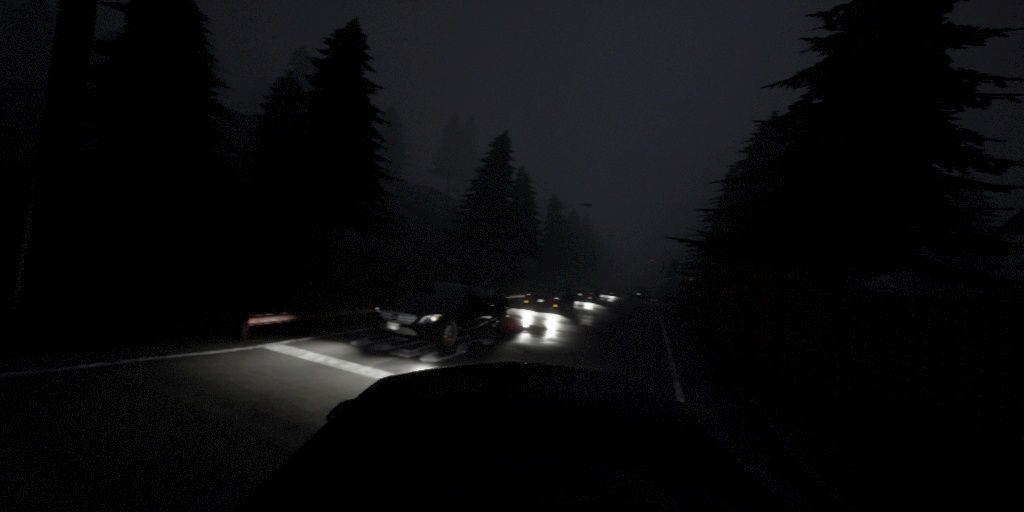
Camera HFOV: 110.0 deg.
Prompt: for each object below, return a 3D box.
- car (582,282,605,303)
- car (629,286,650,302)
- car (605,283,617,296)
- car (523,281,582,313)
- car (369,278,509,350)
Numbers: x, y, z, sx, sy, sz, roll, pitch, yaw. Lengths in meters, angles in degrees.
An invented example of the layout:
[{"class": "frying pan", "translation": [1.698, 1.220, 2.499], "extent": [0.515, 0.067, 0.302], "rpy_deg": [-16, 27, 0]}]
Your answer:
[{"class": "car", "translation": [5.729, 2.774, 27.967], "extent": [1.994, 1.385, 4.181], "rpy_deg": [5, -2, 22]}, {"class": "car", "translation": [13.465, 3.952, 37.855], "extent": [1.994, 1.385, 4.181], "rpy_deg": [5, -2, 22]}, {"class": "car", "translation": [11.001, 3.805, 41.322], "extent": [1.994, 1.385, 4.181], "rpy_deg": [5, -2, 22]}, {"class": "car", "translation": [2.068, 2.056, 18.627], "extent": [1.994, 1.385, 4.181], "rpy_deg": [5, -2, 21]}, {"class": "car", "translation": [-1.520, 1.310, 9.372], "extent": [1.812, 1.442, 4.674], "rpy_deg": [5, -2, 22]}]
